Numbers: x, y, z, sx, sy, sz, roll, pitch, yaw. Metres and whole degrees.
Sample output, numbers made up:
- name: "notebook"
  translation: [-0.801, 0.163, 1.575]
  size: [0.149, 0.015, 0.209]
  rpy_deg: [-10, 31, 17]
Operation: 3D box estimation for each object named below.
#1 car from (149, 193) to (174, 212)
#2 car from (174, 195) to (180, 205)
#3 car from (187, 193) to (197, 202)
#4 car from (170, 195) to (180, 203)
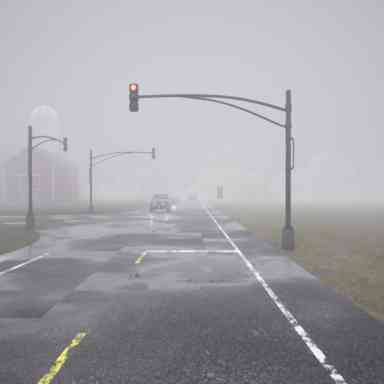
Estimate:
- name: "car"
  translation: [-3.560, 1.196, 38.099]
  size: [2.150, 2.045, 5.566]
  rpy_deg: [0, 0, 0]
- name: "car"
  translation: [-3.534, 1.515, 55.349]
  size: [1.994, 1.385, 4.181]
  rpy_deg: [0, 0, 1]
- name: "car"
  translation: [0.066, 1.134, 74.756]
  size: [2.150, 2.045, 5.566]
  rpy_deg: [0, 0, 0]
- name: "car"
  translation: [-3.439, 1.404, 69.291]
  size: [1.882, 1.535, 5.008]
  rpy_deg: [0, 0, 0]
